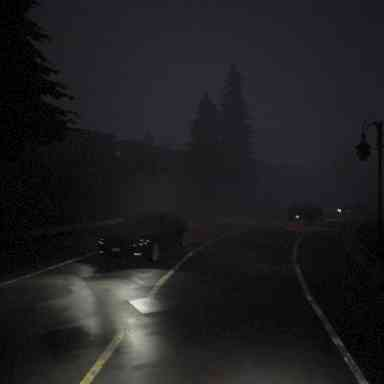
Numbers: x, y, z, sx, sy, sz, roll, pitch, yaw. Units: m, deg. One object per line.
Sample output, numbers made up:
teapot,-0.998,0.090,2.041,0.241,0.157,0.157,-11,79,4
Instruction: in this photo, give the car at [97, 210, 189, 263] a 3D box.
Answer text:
car,-1.588,1.476,12.411,1.882,1.535,5.008,0,0,17

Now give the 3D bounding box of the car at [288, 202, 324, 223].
car,9.024,1.577,26.221,1.837,1.490,4.892,0,-1,34

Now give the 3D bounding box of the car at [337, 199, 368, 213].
car,19.137,1.746,39.053,1.895,1.301,4.718,0,0,42

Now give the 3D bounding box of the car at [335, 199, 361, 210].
car,22.525,1.737,47.877,4.181,1.385,1.994,1,0,-44
